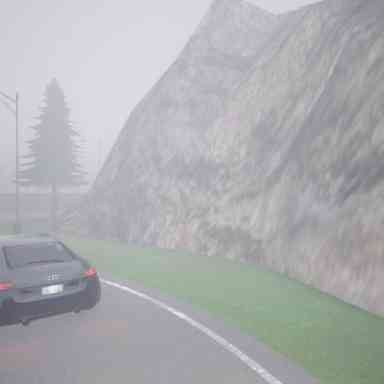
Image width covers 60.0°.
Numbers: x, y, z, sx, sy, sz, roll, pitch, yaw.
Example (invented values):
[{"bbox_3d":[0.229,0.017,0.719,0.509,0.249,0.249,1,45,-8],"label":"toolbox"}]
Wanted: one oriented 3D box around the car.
[{"bbox_3d":[-3.587,1.564,6.974,1.994,1.385,4.181,0,0,-41],"label":"car"}]
